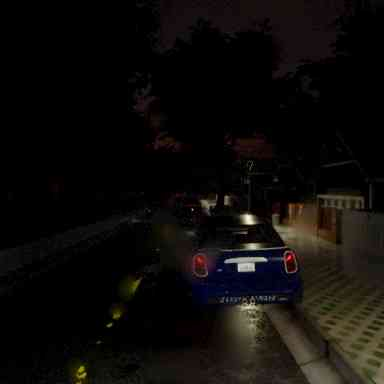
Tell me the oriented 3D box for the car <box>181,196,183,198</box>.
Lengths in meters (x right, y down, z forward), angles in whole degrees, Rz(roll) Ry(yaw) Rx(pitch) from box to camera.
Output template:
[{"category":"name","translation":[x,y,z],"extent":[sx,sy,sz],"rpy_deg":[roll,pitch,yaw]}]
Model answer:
[{"category":"car","translation":[-0.033,1.377,45.943],"extent":[2.097,1.767,4.553],"rpy_deg":[0,0,2]}]

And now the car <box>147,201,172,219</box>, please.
[{"category":"car","translation":[-2.802,1.546,29.230],"extent":[1.812,1.442,4.674],"rpy_deg":[0,0,0]}]

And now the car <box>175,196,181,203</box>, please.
[{"category":"car","translation":[-2.638,1.554,70.995],"extent":[2.033,1.411,5.357],"rpy_deg":[0,0,0]}]

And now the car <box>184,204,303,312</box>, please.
[{"category":"car","translation":[0.942,1.320,7.877],"extent":[2.097,1.767,4.553],"rpy_deg":[-2,0,0]}]

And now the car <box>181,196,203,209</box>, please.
[{"category":"car","translation":[0.085,1.528,35.980],"extent":[1.837,1.490,4.892],"rpy_deg":[0,0,1]}]
